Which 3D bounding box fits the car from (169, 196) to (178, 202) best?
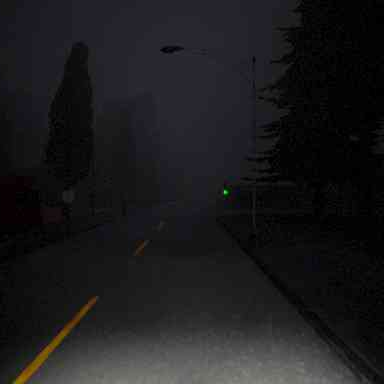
[{"bbox_3d":[-4.101,1.701,74.930,2.033,1.411,5.357,0,0,0],"label":"car"}]
